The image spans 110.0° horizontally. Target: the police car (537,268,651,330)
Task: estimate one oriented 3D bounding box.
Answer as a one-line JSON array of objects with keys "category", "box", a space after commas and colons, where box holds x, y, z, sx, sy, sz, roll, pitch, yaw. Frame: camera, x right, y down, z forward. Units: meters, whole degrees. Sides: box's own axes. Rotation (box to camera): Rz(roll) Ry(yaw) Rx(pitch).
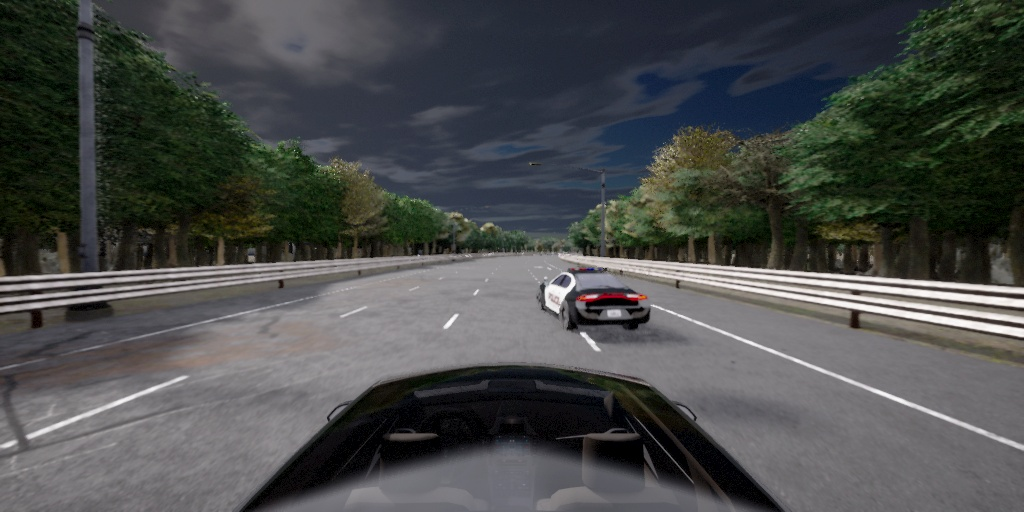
[{"category": "police car", "box": [2.079, 1.143, 10.798, 2.038, 1.542, 4.974, 0, 1, -8]}]
